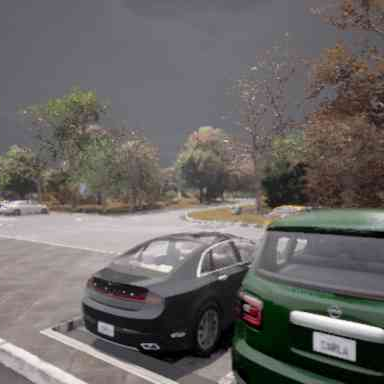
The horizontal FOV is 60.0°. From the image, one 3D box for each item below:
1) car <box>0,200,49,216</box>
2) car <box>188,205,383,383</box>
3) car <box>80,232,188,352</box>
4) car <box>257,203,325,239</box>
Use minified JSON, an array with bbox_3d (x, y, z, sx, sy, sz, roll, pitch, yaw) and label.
[{"bbox_3d":[-17.532,1.671,35.031,2.002,1.452,4.674,0,0,36],"label":"car"},{"bbox_3d":[2.598,1.227,4.626,2.435,2.045,5.566,0,0,36],"label":"car"},{"bbox_3d":[0.298,1.483,6.225,2.231,1.521,4.892,0,0,36],"label":"car"},{"bbox_3d":[5.649,1.487,18.477,2.097,1.535,5.008,0,0,36],"label":"car"}]
